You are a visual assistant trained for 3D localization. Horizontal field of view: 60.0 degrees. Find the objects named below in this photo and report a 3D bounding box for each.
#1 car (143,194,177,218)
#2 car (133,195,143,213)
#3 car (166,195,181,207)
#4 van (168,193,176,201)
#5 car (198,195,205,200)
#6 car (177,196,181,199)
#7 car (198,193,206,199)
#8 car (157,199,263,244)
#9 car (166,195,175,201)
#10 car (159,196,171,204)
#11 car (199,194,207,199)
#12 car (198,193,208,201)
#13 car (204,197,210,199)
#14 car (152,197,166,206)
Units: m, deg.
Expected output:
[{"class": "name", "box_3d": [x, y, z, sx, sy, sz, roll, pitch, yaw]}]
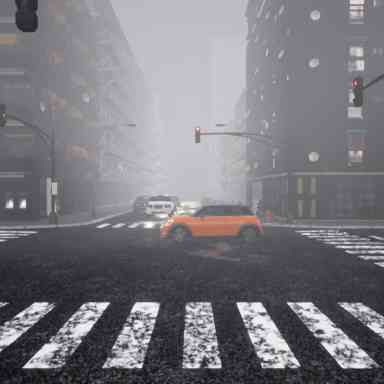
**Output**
[{"class": "car", "box_3d": [-2.808, 1.212, 30.382, 2.150, 2.045, 5.566, 0, 0, 0]}, {"class": "car", "box_3d": [-5.271, 1.303, 36.993, 2.192, 1.841, 5.009, -1, 0, 0]}, {"class": "car", "box_3d": [-2.760, 1.334, 50.395, 2.097, 1.767, 4.553, 0, 0, 0]}, {"class": "van", "box_3d": [-5.192, 1.302, 86.828, 1.690, 1.788, 3.998, -1, 0, 0]}, {"class": "car", "box_3d": [2.700, 1.539, 92.313, 1.802, 1.307, 4.206, -1, 0, 0]}, {"class": "car", "box_3d": [-2.785, 1.478, 40.332, 2.128, 1.511, 4.902, 0, 0, 0]}, {"class": "car", "box_3d": [2.674, 1.551, 75.696, 1.802, 1.307, 4.206, -1, 0, 0]}, {"class": "car", "box_3d": [0.873, 1.349, 15.378, 4.553, 1.767, 2.097, 0, 0, 0]}, {"class": "car", "box_3d": [-5.199, 1.491, 81.120, 1.752, 1.417, 4.829, -1, 0, 0]}, {"class": "car", "box_3d": [-5.224, 1.557, 64.679, 1.802, 1.307, 4.206, -1, 0, 0]}, {"class": "car", "box_3d": [2.647, 1.523, 59.078, 1.887, 1.381, 4.507, -1, 0, 0]}, {"class": "car", "box_3d": [2.679, 1.280, 81.235, 2.192, 1.841, 5.009, -1, 0, 0]}, {"class": "car", "box_3d": [2.612, 1.539, 36.921, 2.008, 1.369, 4.403, -1, 0, 0]}, {"class": "car", "box_3d": [-5.241, 1.563, 53.605, 1.802, 1.307, 4.206, -1, 0, 0]}]
